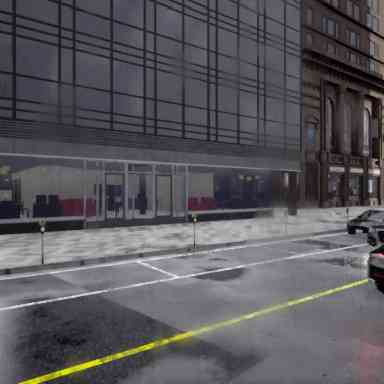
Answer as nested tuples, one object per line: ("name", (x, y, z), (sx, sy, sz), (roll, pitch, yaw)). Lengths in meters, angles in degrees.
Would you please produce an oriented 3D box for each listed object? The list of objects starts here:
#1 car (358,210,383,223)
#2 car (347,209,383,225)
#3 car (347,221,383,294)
("car", (9.020, 1.565, 13.676), (4.181, 1.385, 1.994), (0, 0, -35))
("car", (9.998, 1.567, 17.645), (4.313, 1.339, 1.947), (0, 0, -36))
("car", (5.885, 1.492, 7.511), (4.902, 1.511, 2.128), (0, 0, -35))
